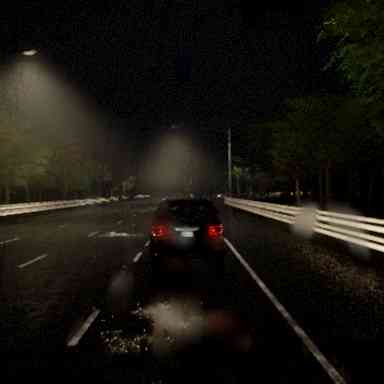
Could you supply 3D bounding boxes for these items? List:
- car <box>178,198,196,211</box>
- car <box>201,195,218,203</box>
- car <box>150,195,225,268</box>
[{"bbox_3d":[-0.590,1.510,41.781,2.033,1.411,5.357,-1,0,1],"label":"car"},{"bbox_3d":[3.655,1.396,68.449,2.033,1.411,5.357,-1,0,19],"label":"car"},{"bbox_3d":[-0.167,1.212,11.492,2.150,2.045,5.566,-1,0,-1],"label":"car"}]
